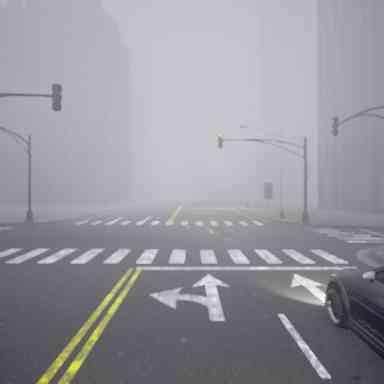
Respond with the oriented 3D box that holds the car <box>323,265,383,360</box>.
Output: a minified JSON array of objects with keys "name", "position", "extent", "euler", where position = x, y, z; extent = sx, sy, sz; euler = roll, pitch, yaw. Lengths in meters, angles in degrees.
[{"name":"car","position":[3.347,1.559,4.300],"extent":[1.994,1.385,4.181],"euler":[0,0,0]}]
